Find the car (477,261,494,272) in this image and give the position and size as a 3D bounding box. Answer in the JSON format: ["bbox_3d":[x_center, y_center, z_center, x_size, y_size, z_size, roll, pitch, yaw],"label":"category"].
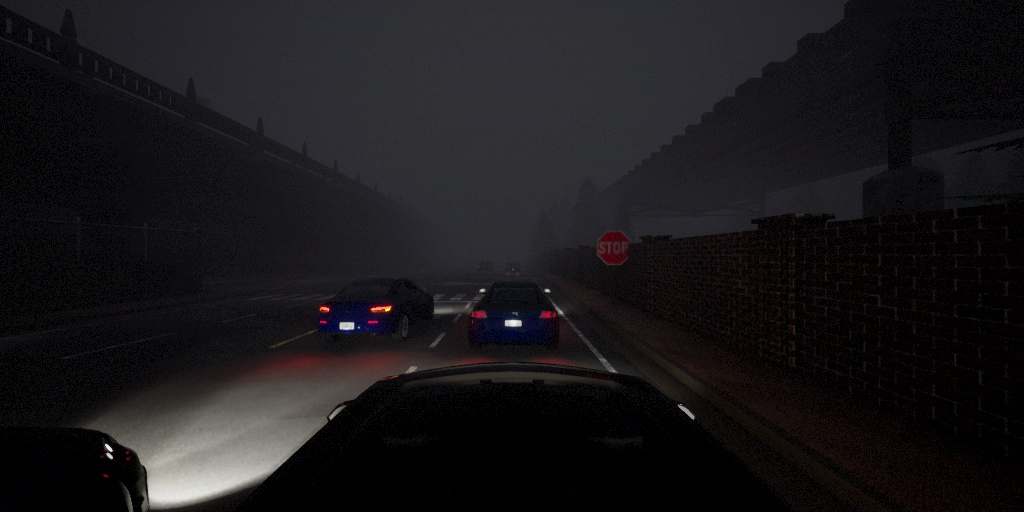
[{"bbox_3d":[-3.394,1.297,45.835,2.033,1.411,5.357,0,0,-1],"label":"car"}]

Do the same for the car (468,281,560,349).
[{"bbox_3d":[0.070,1.314,9.176,1.994,1.385,4.181,0,0,1],"label":"car"}]

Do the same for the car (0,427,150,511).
[{"bbox_3d":[-3.398,1.314,0.602,1.994,1.385,4.181,0,0,0],"label":"car"}]

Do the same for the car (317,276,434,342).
[{"bbox_3d":[-3.412,1.276,9.698,1.812,1.442,4.674,0,0,0],"label":"car"}]

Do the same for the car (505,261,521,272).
[{"bbox_3d":[0.101,1.351,45.994,1.895,1.301,4.718,0,0,-1],"label":"car"}]
